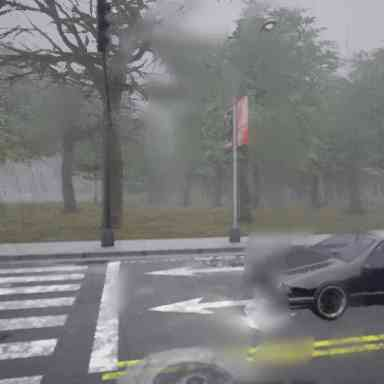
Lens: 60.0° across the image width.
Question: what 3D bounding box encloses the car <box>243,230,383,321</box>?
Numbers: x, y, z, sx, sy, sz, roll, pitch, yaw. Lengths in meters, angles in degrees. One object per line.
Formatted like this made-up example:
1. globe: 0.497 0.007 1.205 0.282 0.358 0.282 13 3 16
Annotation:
1. car: 3.859 1.535 6.957 5.357 1.411 2.033 0 0 -12
